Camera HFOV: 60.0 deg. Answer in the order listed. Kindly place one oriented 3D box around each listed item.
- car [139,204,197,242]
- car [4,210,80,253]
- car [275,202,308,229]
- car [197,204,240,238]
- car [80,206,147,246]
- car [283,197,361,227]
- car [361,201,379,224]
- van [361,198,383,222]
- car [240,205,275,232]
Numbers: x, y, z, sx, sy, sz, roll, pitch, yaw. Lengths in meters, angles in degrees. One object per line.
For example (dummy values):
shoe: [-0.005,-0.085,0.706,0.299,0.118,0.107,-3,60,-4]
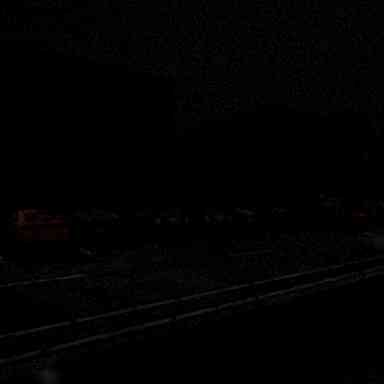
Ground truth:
car: [-2.082,1.411,17.168,2.185,1.767,4.553,1,0,-35]
car: [-6.625,1.478,13.969,2.097,1.535,5.008,1,0,-35]
car: [4.697,1.634,22.021,2.231,1.521,4.892,1,-1,-35]
car: [0.184,1.442,18.780,2.185,1.767,4.553,1,0,-35]
car: [-4.368,1.508,15.587,2.231,1.521,4.892,1,0,-35]
car: [9.241,1.452,25.226,2.435,2.045,5.566,1,-1,-35]
car: [11.593,1.737,26.707,1.946,1.575,5.366,1,-1,-35]
van: [13.820,1.553,28.375,1.878,1.987,4.442,1,-1,-35]
car: [2.430,1.640,20.413,2.002,1.452,4.674,1,0,-35]
